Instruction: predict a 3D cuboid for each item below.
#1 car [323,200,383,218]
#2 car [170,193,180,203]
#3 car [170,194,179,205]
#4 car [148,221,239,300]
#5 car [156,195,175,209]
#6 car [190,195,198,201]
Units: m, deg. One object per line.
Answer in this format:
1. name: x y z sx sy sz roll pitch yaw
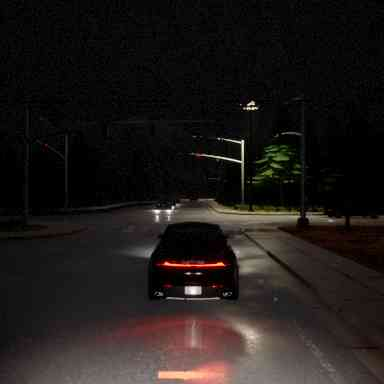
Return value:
1. car: 14.265 1.504 29.508 5.008 1.535 1.882 0 0 1
2. car: -3.488 1.221 65.375 2.150 2.045 5.566 0 0 1
3. car: -3.626 1.547 54.744 2.033 1.411 5.357 0 0 0
4. car: 0.041 1.501 8.354 1.837 1.490 4.892 0 0 0
5. car: -3.634 1.505 44.297 1.837 1.490 4.892 0 0 0
6. car: 0.485 1.540 80.393 2.033 1.411 5.357 0 0 2
